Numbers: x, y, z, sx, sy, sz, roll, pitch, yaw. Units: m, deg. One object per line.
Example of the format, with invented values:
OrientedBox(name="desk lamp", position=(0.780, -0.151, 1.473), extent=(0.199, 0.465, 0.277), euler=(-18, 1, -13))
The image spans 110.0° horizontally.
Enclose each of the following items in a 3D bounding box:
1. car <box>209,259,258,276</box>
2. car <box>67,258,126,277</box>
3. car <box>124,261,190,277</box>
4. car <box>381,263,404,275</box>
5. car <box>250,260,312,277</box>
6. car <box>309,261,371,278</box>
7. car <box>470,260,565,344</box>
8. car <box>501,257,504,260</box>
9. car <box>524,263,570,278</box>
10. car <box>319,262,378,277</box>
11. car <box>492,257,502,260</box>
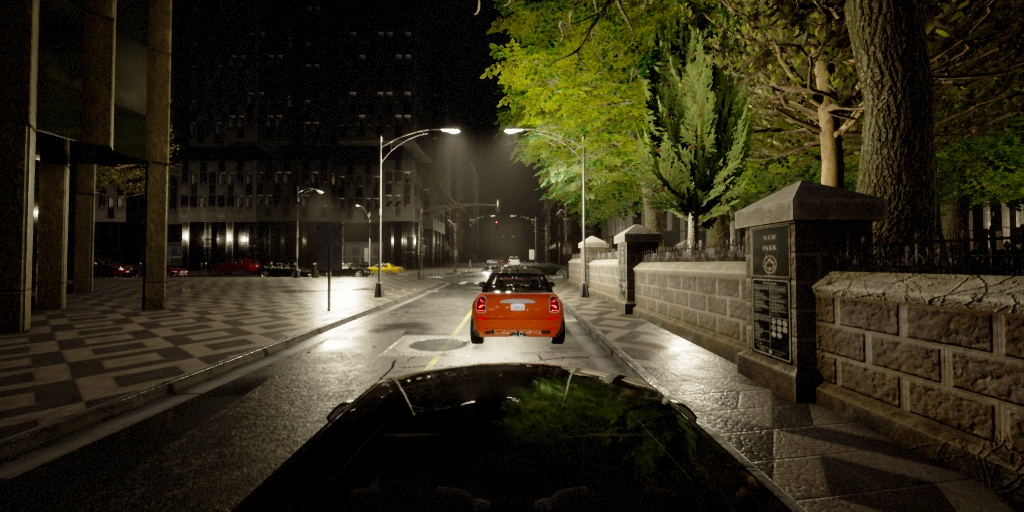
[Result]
OrientedBox(name="car", position=(-30.969, 1.238, 40.223), extent=(5.009, 1.841, 2.192), euler=(0, 0, 1))
OrientedBox(name="car", position=(-36.560, 1.062, 31.755), extent=(5.009, 1.841, 2.192), euler=(0, 0, 1))
OrientedBox(name="car", position=(-31.047, 1.321, 31.700), extent=(4.207, 1.307, 1.802), euler=(0, 0, 1))
OrientedBox(name="car", position=(-14.602, 1.426, 40.059), extent=(4.829, 1.417, 1.751), euler=(0, 0, 1))
OrientedBox(name="car", position=(-20.021, 1.290, 31.590), extent=(4.313, 1.339, 1.948), euler=(0, 0, 1))
OrientedBox(name="car", position=(-16.343, 1.268, 34.231), extent=(4.902, 1.511, 2.128), euler=(0, -1, 1))
OrientedBox(name="car", position=(0.129, 1.107, 9.759), extent=(2.097, 1.767, 4.553), euler=(0, 0, 0))
OrientedBox(name="car", position=(-2.814, 1.370, 61.197), extent=(1.837, 1.490, 4.892), euler=(0, 0, 1))
OrientedBox(name="car", position=(3.253, 1.345, 34.024), extent=(4.181, 1.385, 1.994), euler=(0, -1, 0))
OrientedBox(name="car", position=(-14.508, 1.268, 31.535), extent=(4.403, 1.370, 2.007), euler=(0, 0, 1))
OrientedBox(name="car", position=(-2.877, 1.326, 50.823), extent=(2.128, 1.511, 4.902), euler=(0, 0, 0))
